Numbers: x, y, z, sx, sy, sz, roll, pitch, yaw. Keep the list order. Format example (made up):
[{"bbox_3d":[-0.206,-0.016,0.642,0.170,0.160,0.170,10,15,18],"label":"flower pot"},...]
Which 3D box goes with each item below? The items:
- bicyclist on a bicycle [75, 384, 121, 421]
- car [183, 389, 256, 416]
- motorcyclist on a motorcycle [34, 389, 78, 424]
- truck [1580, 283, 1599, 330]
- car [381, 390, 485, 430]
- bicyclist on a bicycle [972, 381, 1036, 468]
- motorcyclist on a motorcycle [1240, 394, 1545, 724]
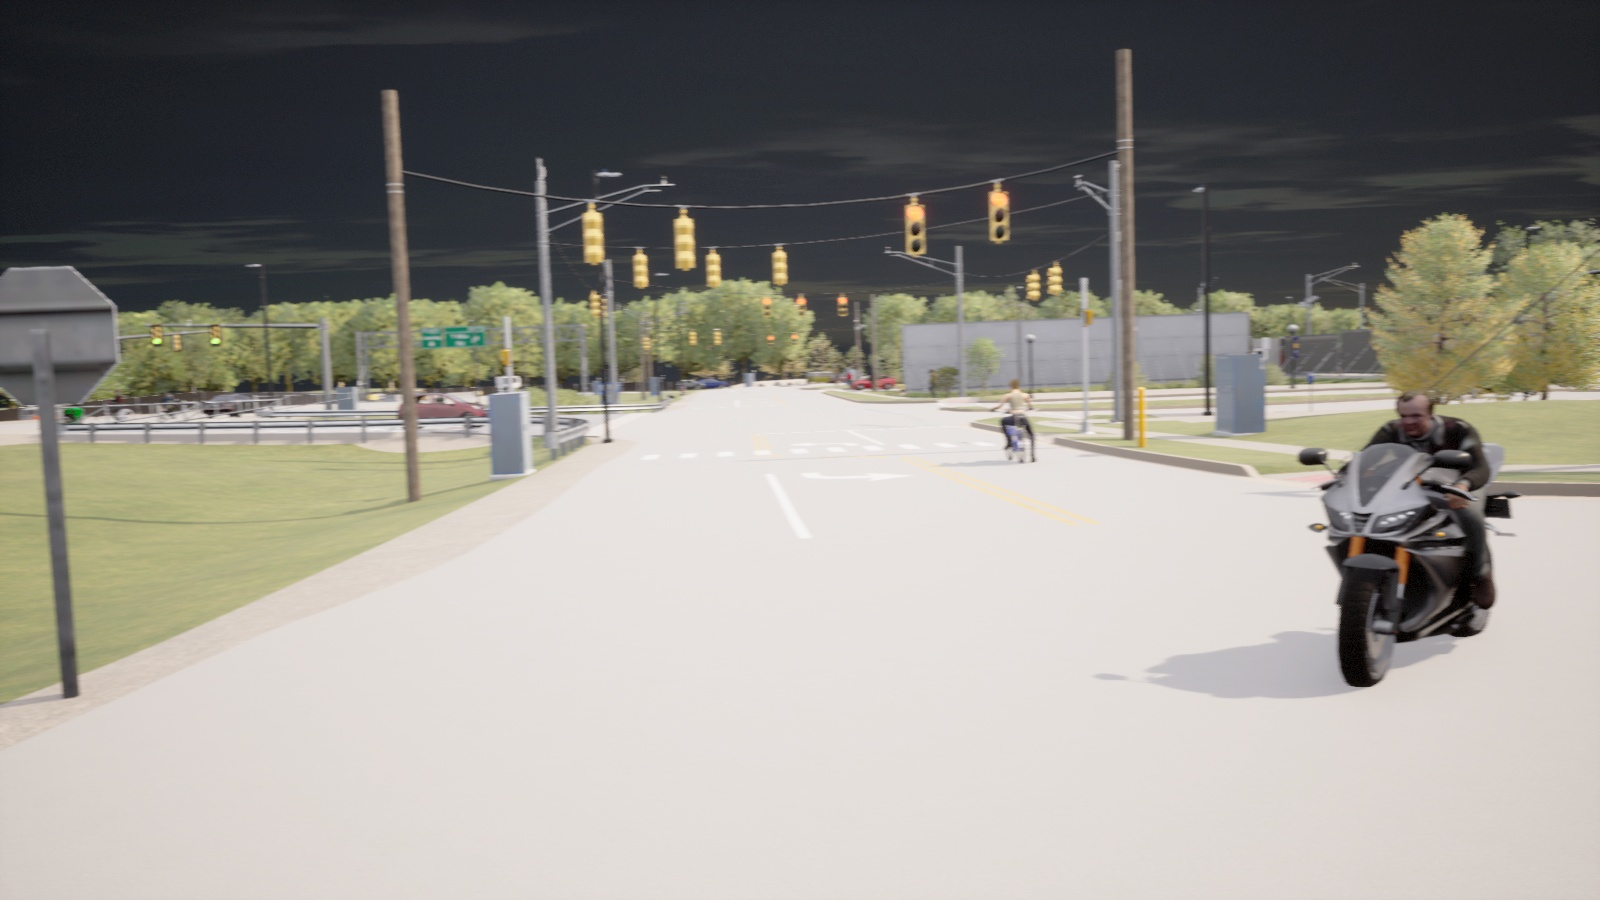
[{"bbox_3d":[-34.347,-2.345,61.475,1.843,1.776,0.659,0,3,-5],"label":"bicyclist on a bicycle"},{"bbox_3d":[-34.061,-2.816,73.910,2.033,1.411,5.357,-2,3,-3],"label":"car"},{"bbox_3d":[-32.907,-1.926,55.580,0.797,1.523,2.044,0,3,-4],"label":"motorcyclist on a motorcycle"},{"bbox_3d":[44.823,-7.686,66.634,5.204,2.467,2.627,-2,7,-3],"label":"truck"},{"bbox_3d":[-14.944,-1.643,51.203,3.633,1.501,1.845,-1,3,1],"label":"car"},{"bbox_3d":[3.936,-0.514,24.323,0.866,1.612,1.509,-2,3,-4],"label":"bicyclist on a bicycle"},{"bbox_3d":[3.370,0.478,7.027,0.866,1.530,2.191,2,4,44],"label":"motorcyclist on a motorcycle"}]
